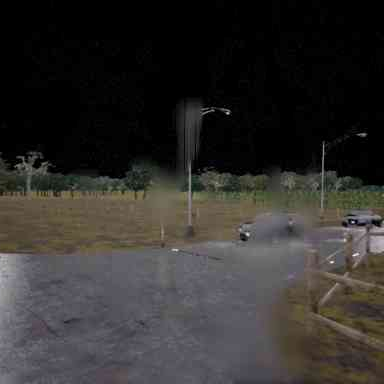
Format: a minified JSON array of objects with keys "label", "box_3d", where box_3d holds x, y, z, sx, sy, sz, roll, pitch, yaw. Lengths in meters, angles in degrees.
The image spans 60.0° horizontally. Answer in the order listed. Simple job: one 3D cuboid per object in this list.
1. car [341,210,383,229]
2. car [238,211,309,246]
[{"label":"car","box_3d":[13.597,2.151,26.494,4.181,1.385,1.994,2,-1,-44]},{"label":"car","box_3d":[4.332,1.801,17.251,4.892,1.490,1.837,2,0,-45]}]
